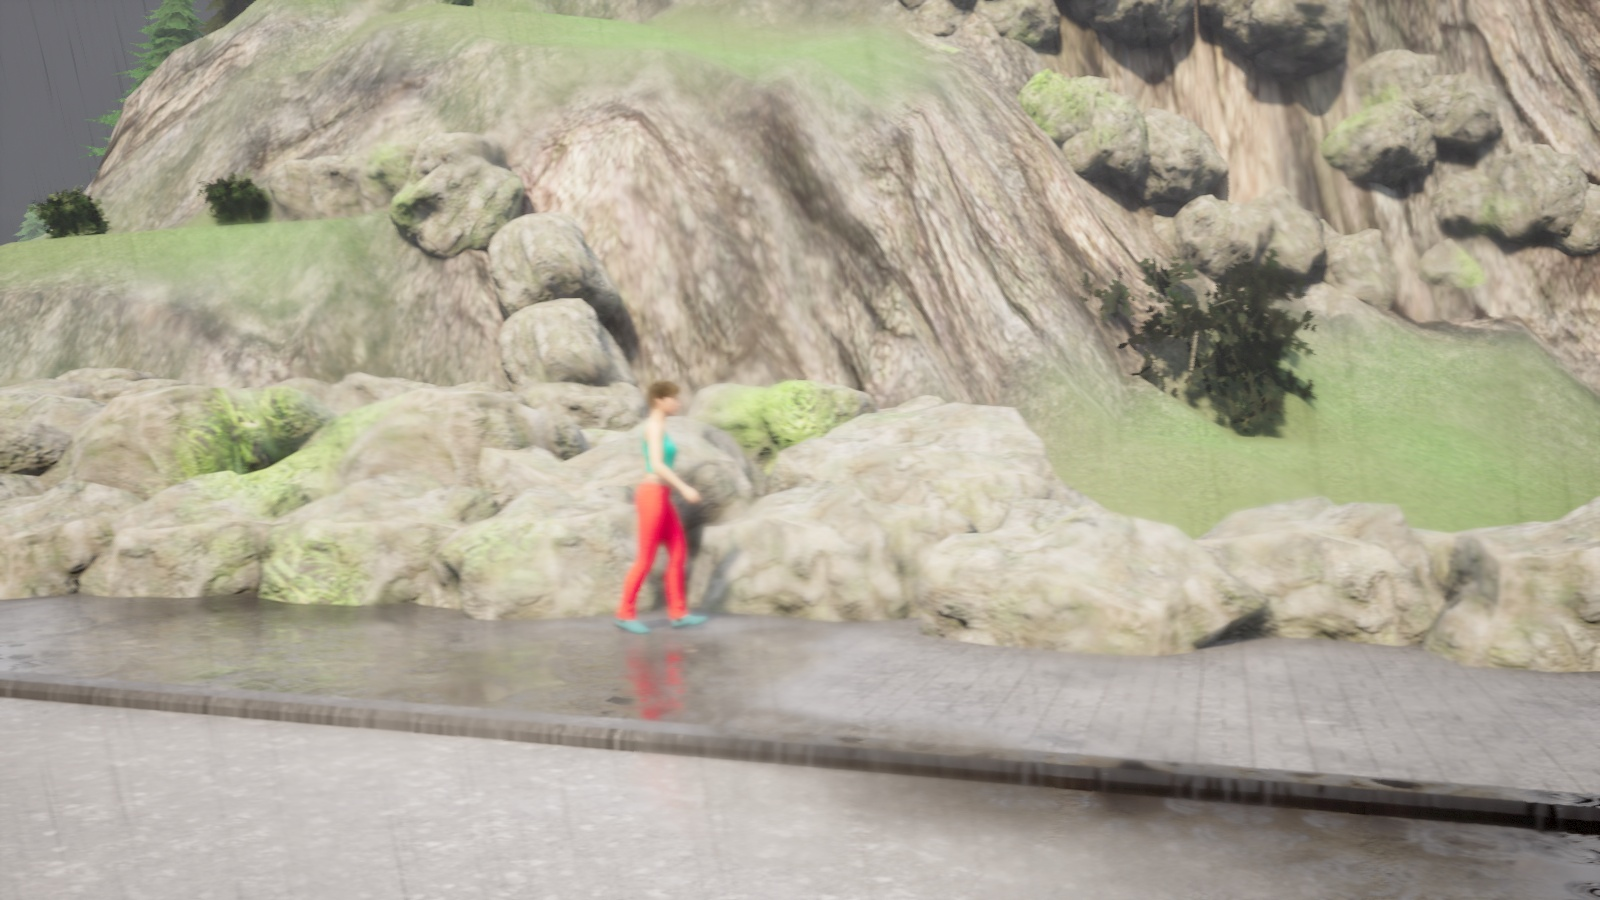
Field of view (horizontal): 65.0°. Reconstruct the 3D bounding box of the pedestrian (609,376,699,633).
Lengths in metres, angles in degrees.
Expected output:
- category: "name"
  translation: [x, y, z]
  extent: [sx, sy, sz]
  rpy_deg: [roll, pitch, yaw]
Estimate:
- category: "pedestrian"
  translation: [-1.057, 0.386, 9.149]
  extent: [0.594, 1.836, 0.345]
  rpy_deg: [0, 1, 5]
